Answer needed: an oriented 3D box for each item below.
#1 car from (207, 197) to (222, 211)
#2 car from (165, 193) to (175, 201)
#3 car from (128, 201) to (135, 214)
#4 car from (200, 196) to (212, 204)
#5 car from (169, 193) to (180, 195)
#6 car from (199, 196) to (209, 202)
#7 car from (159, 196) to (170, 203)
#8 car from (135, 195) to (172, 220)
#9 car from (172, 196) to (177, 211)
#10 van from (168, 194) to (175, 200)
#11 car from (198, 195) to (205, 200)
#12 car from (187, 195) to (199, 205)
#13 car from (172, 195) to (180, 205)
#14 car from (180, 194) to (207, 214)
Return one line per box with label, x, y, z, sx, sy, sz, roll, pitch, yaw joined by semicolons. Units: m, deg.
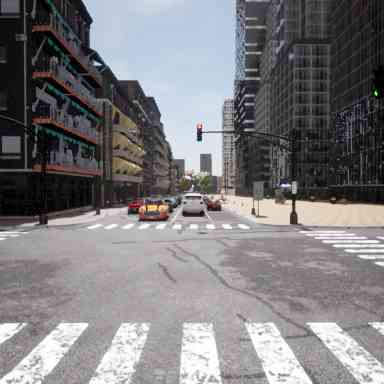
car;2.659;1.540;41.088;1.887;1.381;4.507;-1;0;0
car;-5.677;1.322;86.225;2.192;1.841;5.009;-1;0;0
car;-5.689;1.540;35.384;1.887;1.381;4.507;-1;0;0
car;2.666;1.551;63.684;2.008;1.369;4.403;-1;0;0
car;-3.031;1.220;58.283;2.150;2.045;5.566;0;0;1
car;2.670;1.548;74.982;1.887;1.381;4.507;-1;0;0
car;-5.679;1.584;69.278;1.802;1.307;4.206;-1;0;0
car;-3.090;1.348;27.640;2.097;1.767;4.553;0;0;0
car;-3.085;1.501;37.637;1.837;1.490;4.892;0;0;0
van;-5.675;1.350;91.873;1.690;1.788;3.998;-1;0;0
car;2.675;1.535;92.099;1.752;1.417;4.829;-1;0;0
car;0.115;1.350;59.373;2.097;1.767;4.553;0;0;0
car;-3.077;1.544;47.965;2.033;1.411;5.357;0;0;0
car;0.114;1.217;34.898;2.150;2.045;5.566;0;0;0
